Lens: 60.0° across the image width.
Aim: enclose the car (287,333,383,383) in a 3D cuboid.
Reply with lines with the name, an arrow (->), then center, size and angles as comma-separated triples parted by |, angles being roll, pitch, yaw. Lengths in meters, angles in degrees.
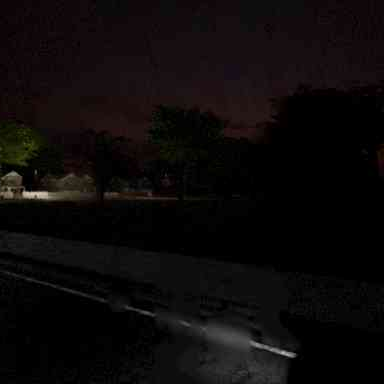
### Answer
car -> 2.823, 1.528, 1.670 | 4.674, 1.442, 1.812 | 0, 0, 36
